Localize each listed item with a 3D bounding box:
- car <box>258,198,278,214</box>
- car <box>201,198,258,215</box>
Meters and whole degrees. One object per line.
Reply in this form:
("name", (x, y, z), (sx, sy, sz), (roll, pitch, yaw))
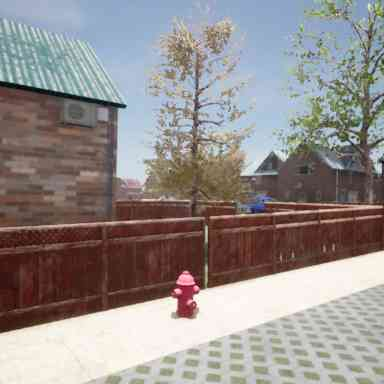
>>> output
("car", (5.410, 1.527, 30.053), (2.150, 2.045, 5.566), (2, -2, -35))
("car", (2.676, 1.462, 28.761), (2.150, 2.045, 5.566), (2, -2, -35))
